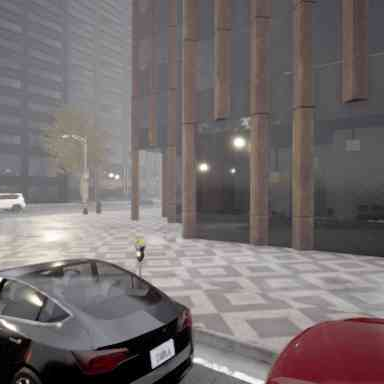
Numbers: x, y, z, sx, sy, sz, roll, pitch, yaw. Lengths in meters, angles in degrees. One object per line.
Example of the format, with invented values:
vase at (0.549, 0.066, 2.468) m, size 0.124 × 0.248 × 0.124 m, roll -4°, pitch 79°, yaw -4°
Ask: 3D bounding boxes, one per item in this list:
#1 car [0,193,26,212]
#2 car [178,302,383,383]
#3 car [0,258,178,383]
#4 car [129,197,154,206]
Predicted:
car at (-20.510, 1.169, 34.990) m, size 2.150 × 2.045 × 5.566 m, roll 0°, pitch 0°, yaw 35°
car at (2.621, 1.315, 1.091) m, size 5.009 × 1.841 × 2.192 m, roll 0°, pitch 0°, yaw 36°
car at (-1.966, 1.565, 4.366) m, size 4.313 × 1.339 × 1.947 m, roll 0°, pitch 0°, yaw 36°
car at (-7.969, 1.466, 52.611) m, size 1.994 × 1.385 × 4.181 m, roll 0°, pitch 0°, yaw 36°
